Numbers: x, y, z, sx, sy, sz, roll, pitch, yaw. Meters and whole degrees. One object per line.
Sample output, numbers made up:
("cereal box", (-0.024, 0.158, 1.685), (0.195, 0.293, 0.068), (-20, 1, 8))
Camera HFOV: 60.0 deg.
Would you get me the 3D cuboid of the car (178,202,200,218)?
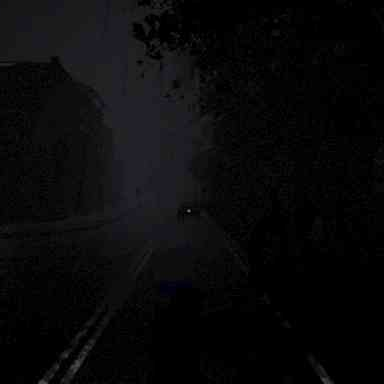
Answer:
("car", (-0.308, 1.581, 30.389), (1.994, 1.385, 4.181), (0, 0, -1))
